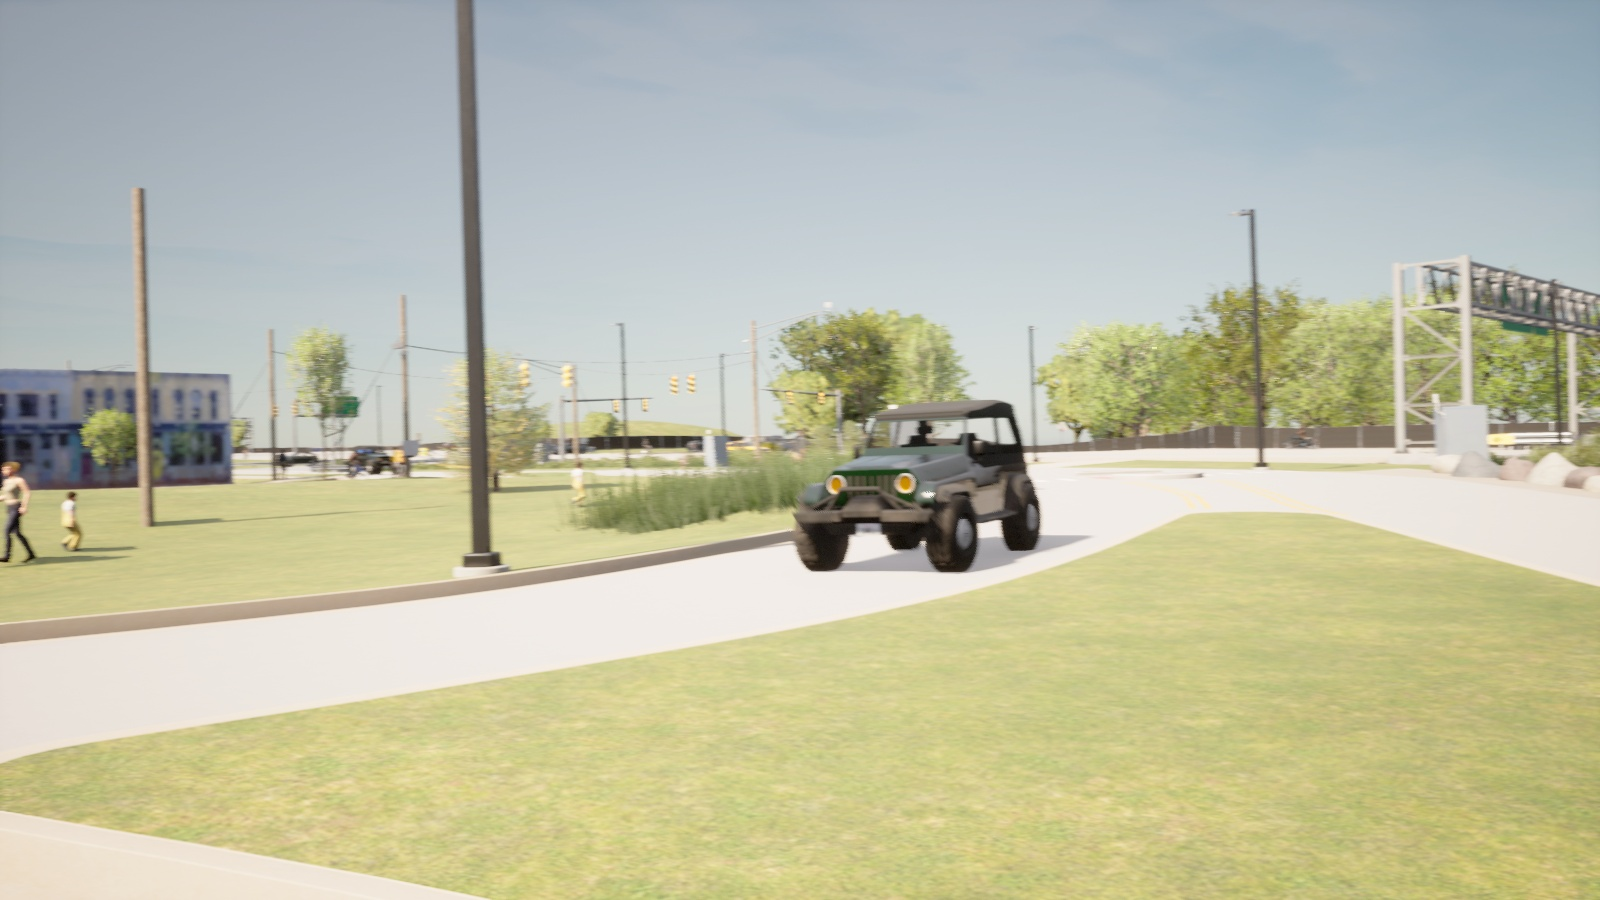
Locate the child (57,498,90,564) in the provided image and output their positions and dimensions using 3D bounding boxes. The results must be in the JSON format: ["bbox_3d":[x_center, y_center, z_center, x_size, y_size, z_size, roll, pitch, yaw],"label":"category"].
[{"bbox_3d":[-14.304,1.598,24.722,0.270,1.263,0.437,-3,-1,37],"label":"child"}]

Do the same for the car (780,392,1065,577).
[{"bbox_3d":[1.593,0.324,14.915,1.905,1.878,3.866,-3,1,29],"label":"car"}]

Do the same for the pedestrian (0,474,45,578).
[{"bbox_3d":[-14.046,1.363,22.640,0.345,1.836,0.594,-3,-1,39],"label":"pedestrian"}]

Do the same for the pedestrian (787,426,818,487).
[{"bbox_3d":[0.076,0.197,38.497,0.694,1.848,0.540,-2,-1,-45],"label":"pedestrian"}]

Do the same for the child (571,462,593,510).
[{"bbox_3d":[-5.773,0.949,33.207,0.437,1.263,0.270,-2,-1,-40],"label":"child"}]

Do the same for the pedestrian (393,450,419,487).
[{"bbox_3d":[-20.710,0.961,66.017,0.900,1.855,0.874,-4,-1,41],"label":"pedestrian"}]

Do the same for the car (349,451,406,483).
[{"bbox_3d":[-26.556,1.091,78.887,1.905,1.878,3.866,-2,0,-44],"label":"car"}]

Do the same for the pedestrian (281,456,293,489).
[{"bbox_3d":[-29.073,1.258,71.171,0.370,1.835,0.726,-3,-1,-4],"label":"pedestrian"}]

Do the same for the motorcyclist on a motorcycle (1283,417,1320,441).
[{"bbox_3d":[35.784,-1.486,89.627,2.350,1.649,0.766,-1,1,36],"label":"motorcyclist on a motorcycle"}]
